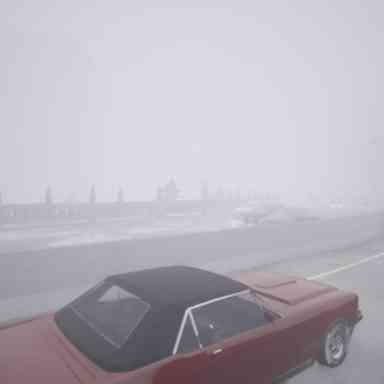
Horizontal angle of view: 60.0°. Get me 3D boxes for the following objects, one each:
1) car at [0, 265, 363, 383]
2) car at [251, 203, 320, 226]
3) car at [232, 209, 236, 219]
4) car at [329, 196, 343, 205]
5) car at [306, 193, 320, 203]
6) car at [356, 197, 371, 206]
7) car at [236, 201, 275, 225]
[{"bbox_3d":[0.093,1.608,4.009,4.718,1.301,1.895,0,0,-37],"label":"car"},{"bbox_3d":[5.477,1.534,18.326,1.812,1.442,4.674,0,0,44],"label":"car"},{"bbox_3d":[5.274,1.551,28.471,1.812,1.442,4.674,0,0,39],"label":"car"},{"bbox_3d":[25.889,1.497,59.957,2.128,1.511,4.902,0,0,17],"label":"car"},{"bbox_3d":[23.449,1.233,64.457,2.150,2.045,5.566,0,0,14],"label":"car"},{"bbox_3d":[27.533,1.524,53.524,2.033,1.411,5.357,0,0,20],"label":"car"},{"bbox_3d":[5.437,1.494,23.384,1.882,1.535,5.008,0,0,42],"label":"car"}]
